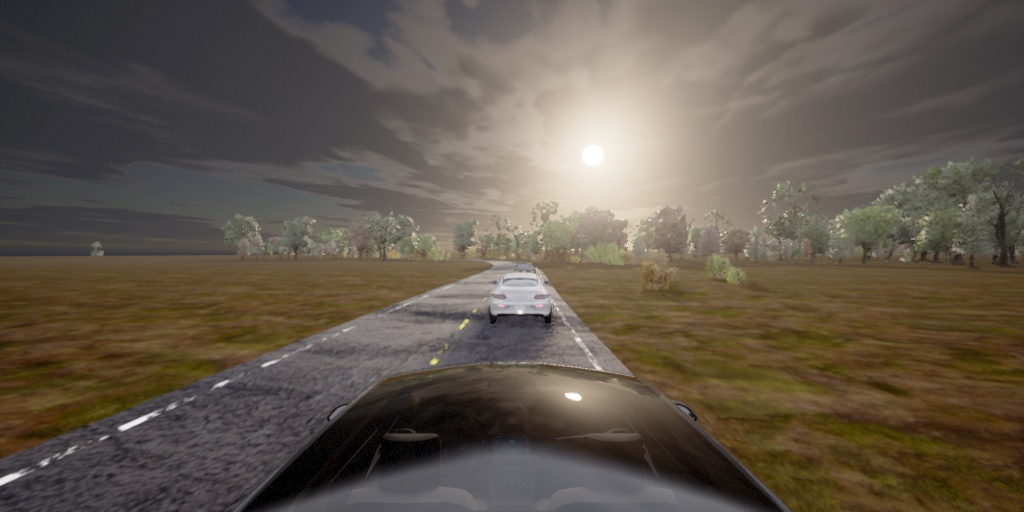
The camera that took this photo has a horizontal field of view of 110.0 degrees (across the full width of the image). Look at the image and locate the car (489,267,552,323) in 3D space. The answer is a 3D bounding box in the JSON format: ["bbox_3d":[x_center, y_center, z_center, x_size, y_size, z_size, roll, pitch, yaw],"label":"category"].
[{"bbox_3d":[0.281,1.250,11.918,1.812,1.442,4.674,0,0,1],"label":"car"}]

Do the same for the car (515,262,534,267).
[{"bbox_3d":[1.058,1.226,29.779,2.033,1.411,5.357,0,0,3],"label":"car"}]
